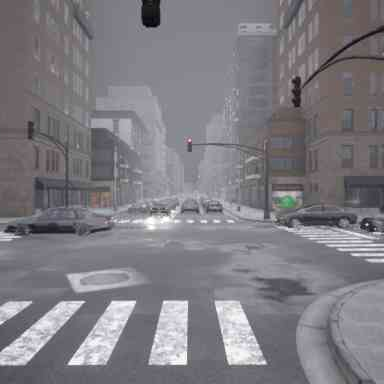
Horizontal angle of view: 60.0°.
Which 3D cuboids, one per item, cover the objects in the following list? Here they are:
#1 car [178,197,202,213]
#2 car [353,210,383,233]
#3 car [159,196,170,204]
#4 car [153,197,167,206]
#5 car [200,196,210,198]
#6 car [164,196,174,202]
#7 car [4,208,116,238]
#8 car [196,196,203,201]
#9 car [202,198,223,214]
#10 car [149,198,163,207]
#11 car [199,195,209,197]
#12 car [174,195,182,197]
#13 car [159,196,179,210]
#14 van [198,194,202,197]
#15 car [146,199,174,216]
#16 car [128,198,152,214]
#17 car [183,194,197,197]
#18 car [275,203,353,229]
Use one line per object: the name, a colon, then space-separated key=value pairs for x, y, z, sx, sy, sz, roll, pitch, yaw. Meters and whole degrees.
car: x=-0.195 y=1.607 z=37.884 sx=1.994 sy=1.385 sz=4.181 roll=0 pitch=0 yaw=0
car: x=11.132 y=1.517 z=17.392 sx=4.181 sy=1.385 sz=1.994 roll=0 pitch=0 yaw=0
car: x=-5.604 y=1.552 z=69.216 sx=1.967 sy=1.590 sz=4.097 roll=0 pitch=0 yaw=0
car: x=-5.625 y=1.634 z=58.195 sx=2.008 sy=1.369 sz=4.403 roll=0 pitch=0 yaw=0
car: x=2.380 y=1.641 z=47.159 sx=1.802 sy=1.307 sz=4.206 roll=0 pitch=0 yaw=0
car: x=-5.584 y=1.694 z=80.237 sx=2.008 sy=1.369 sz=4.403 roll=0 pitch=0 yaw=0
car: x=-6.728 y=1.566 z=17.331 sx=5.357 sy=1.411 sz=2.033 roll=0 pitch=0 yaw=0
car: x=2.050 y=1.698 z=90.105 sx=1.812 sy=1.442 sz=4.674 roll=0 pitch=0 yaw=0
car: x=2.359 y=1.606 z=36.136 sx=1.947 sy=1.339 sz=4.313 roll=0 pitch=0 yaw=0
car: x=-5.635 y=1.653 z=52.684 sx=1.802 sy=1.307 sz=4.206 roll=0 pitch=0 yaw=0
car: x=2.390 y=1.637 z=52.669 sx=1.947 sy=1.339 sz=4.313 roll=0 pitch=0 yaw=0
car: x=-3.085 y=1.636 z=53.452 sx=1.994 sy=1.385 sz=4.181 roll=0 pitch=0 yaw=0
car: x=-3.110 y=1.617 z=43.493 sx=1.994 sy=1.385 sz=4.181 roll=0 pitch=0 yaw=1
van: x=2.400 y=1.424 z=58.180 sx=1.690 sy=1.788 sz=3.998 roll=0 pitch=0 yaw=0
car: x=-3.133 y=1.637 z=33.515 sx=1.895 sy=1.301 sz=4.718 roll=0 pitch=0 yaw=0
car: x=-5.665 y=1.480 z=36.152 sx=1.967 sy=1.590 sz=4.097 roll=0 pitch=0 yaw=0
car: x=-0.216 y=1.664 z=64.837 sx=1.994 sy=1.385 sz=4.181 roll=0 pitch=0 yaw=1
car: x=7.620 y=1.479 z=20.630 sx=4.892 sy=1.490 sz=1.837 roll=0 pitch=0 yaw=0
